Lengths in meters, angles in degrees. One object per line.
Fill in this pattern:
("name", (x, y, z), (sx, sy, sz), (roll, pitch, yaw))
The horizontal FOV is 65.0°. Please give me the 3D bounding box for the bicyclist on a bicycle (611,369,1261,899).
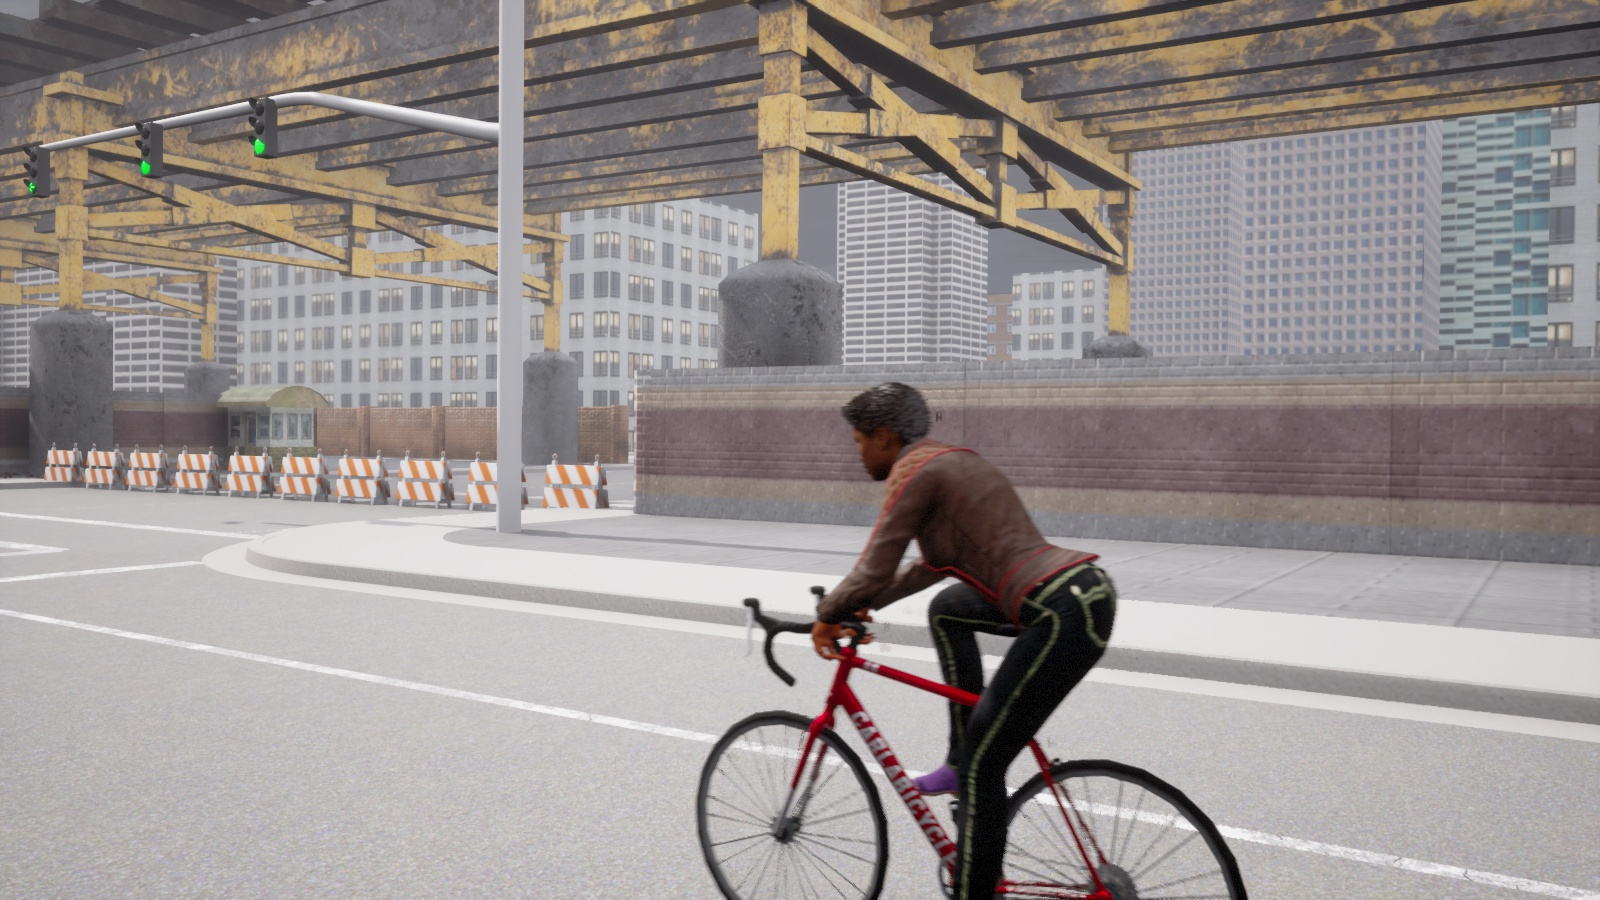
("bicyclist on a bicycle", (0.317, 0.635, 3.411), (1.656, 1.620, 0.582), (0, 1, 34))
